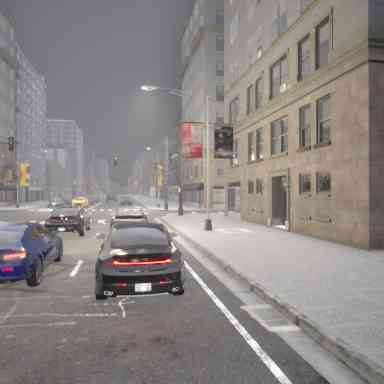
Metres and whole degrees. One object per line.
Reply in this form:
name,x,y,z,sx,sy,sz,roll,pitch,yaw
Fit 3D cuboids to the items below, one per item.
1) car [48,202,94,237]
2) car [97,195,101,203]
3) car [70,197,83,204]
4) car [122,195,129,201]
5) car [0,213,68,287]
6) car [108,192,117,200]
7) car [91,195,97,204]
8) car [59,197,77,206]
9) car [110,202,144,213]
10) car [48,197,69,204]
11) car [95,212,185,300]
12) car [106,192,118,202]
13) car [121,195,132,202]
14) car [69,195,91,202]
car,-6.622,1.511,18.020,1.837,1.490,4.892,0,0,-12
car,-20.113,1.581,67.659,1.994,1.385,4.181,0,0,-11
car,-23.416,1.624,67.595,1.895,1.301,4.718,0,0,-11
car,-17.978,1.508,89.829,1.882,1.535,5.008,0,0,-11
car,-4.802,1.528,9.055,1.812,1.442,4.674,0,0,-11
car,-20.922,1.123,87.991,2.150,2.045,5.566,0,0,-11
car,-18.222,1.378,58.051,2.097,1.767,4.553,0,0,-12
car,-21.483,1.574,57.755,2.033,1.411,5.357,0,0,-11
car,-3.327,1.497,17.615,2.128,1.511,4.902,0,0,-11
car,-19.622,1.515,48.188,2.128,1.511,4.902,0,0,-14
car,-1.377,1.507,8.496,1.837,1.490,4.892,0,0,-11
car,-18.850,1.250,77.779,2.150,2.045,5.566,0,0,-11
car,-11.615,1.627,58.894,1.895,1.301,4.718,0,0,-11
car,-16.411,1.501,48.966,1.882,1.535,5.008,0,0,-11
